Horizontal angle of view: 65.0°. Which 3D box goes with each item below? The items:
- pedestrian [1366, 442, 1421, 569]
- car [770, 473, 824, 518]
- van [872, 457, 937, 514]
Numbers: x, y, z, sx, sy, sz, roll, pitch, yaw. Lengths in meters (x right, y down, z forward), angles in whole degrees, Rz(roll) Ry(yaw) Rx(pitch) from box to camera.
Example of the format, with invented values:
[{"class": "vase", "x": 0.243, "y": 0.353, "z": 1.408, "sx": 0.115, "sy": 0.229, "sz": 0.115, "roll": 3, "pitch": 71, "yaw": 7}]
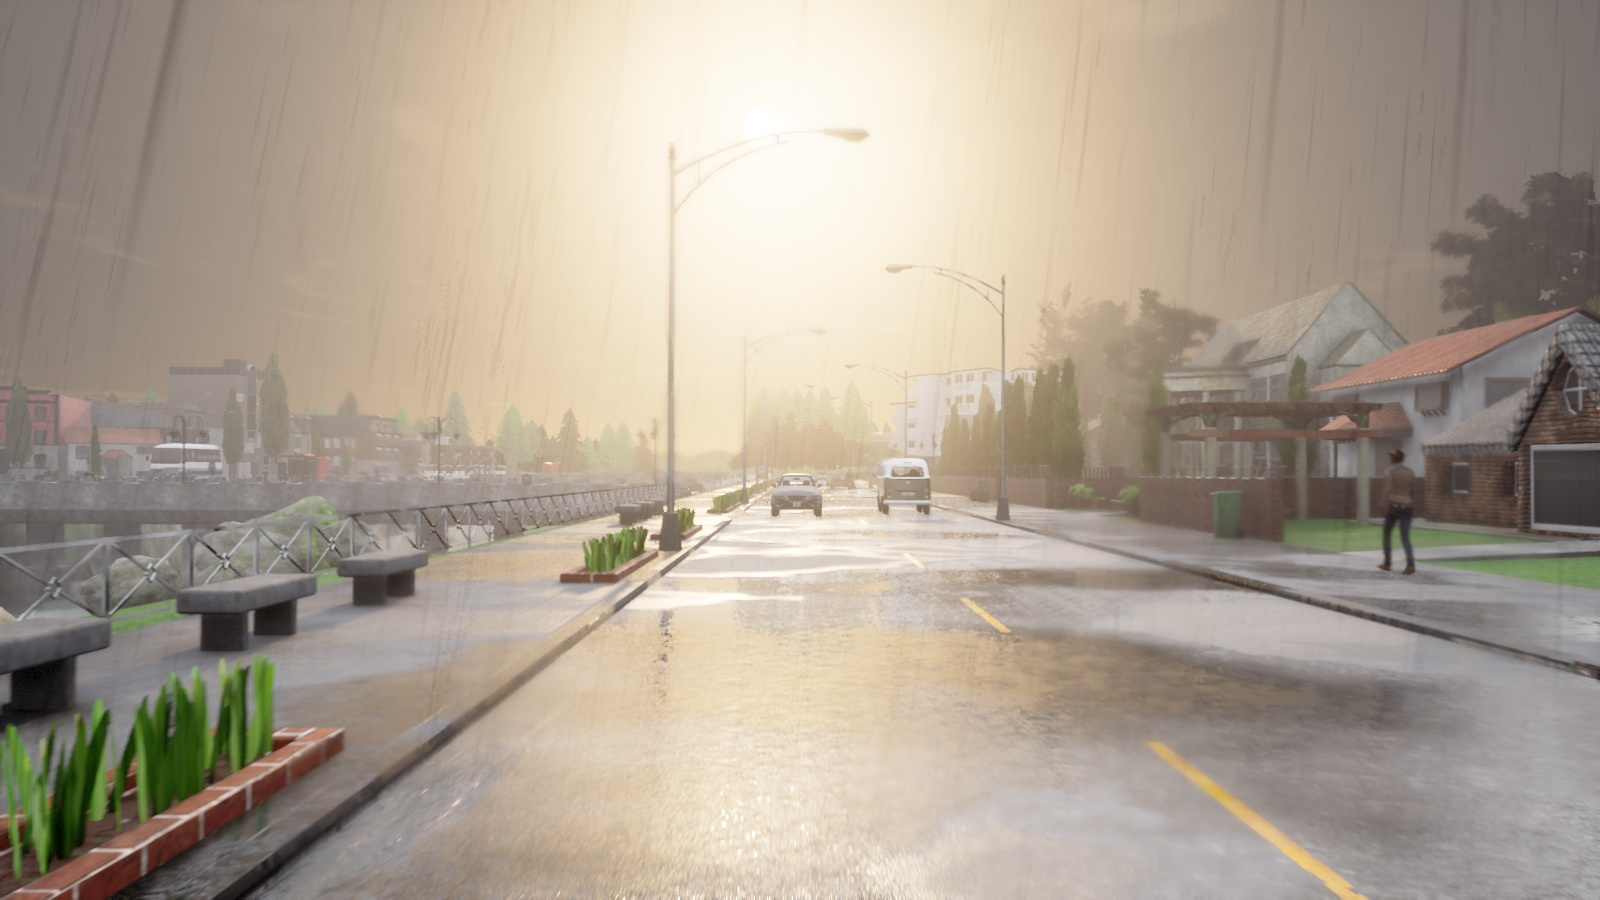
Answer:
[{"class": "pedestrian", "x": 8.689, "y": 0.798, "z": 18.404, "sx": 0.328, "sy": 1.805, "sz": 0.869, "roll": 0, "pitch": -1, "yaw": -5}, {"class": "car", "x": -0.104, "y": 1.570, "z": 44.255, "sx": 1.816, "sy": 1.474, "sz": 4.193, "roll": 0, "pitch": -1, "yaw": 0}, {"class": "van", "x": 3.887, "y": 1.317, "z": 47.454, "sx": 2.069, "sy": 2.038, "sz": 4.480, "roll": 0, "pitch": -1, "yaw": 0}]
